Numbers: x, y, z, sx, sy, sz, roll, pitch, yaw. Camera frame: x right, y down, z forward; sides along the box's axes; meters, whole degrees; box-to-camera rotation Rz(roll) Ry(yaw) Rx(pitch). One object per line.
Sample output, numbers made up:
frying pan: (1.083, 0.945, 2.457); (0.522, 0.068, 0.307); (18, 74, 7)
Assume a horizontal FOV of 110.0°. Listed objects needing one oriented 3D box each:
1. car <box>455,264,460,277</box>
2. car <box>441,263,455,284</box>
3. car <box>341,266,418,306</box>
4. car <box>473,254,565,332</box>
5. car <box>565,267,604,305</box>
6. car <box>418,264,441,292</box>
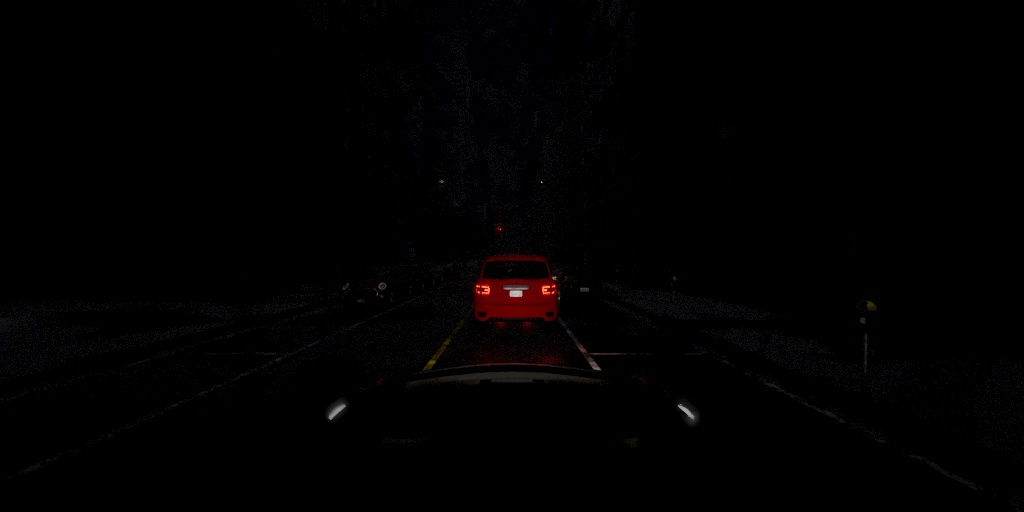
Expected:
car: (-5.760, 1.295, 32.179); (1.888, 1.381, 4.507); (0, 0, 0)
car: (-5.761, 1.300, 26.674); (2.007, 1.370, 4.403); (0, 0, 0)
car: (-5.763, 1.188, 15.663); (1.967, 1.591, 4.097); (0, 0, 0)
car: (0.103, 0.970, 11.023); (2.150, 2.045, 5.566); (0, 0, 0)
car: (2.763, 1.314, 15.662); (1.948, 1.339, 4.313); (0, 0, 0)
car: (-5.762, 1.315, 21.169); (1.948, 1.339, 4.313); (0, 0, 0)
